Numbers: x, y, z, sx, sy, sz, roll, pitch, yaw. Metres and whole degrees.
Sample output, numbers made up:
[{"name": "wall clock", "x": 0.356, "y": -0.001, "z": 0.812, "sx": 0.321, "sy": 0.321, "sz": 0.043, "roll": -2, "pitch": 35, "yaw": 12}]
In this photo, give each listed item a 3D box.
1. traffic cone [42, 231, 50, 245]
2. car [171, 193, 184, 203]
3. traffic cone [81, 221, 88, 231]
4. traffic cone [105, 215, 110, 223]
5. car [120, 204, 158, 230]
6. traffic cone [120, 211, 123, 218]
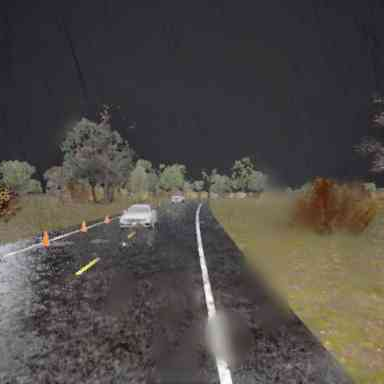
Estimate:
[{"name": "traffic cone", "x": -6.319, "y": 1.991, "z": 14.390, "sx": 0.340, "sy": 0.580, "sz": 0.340, "roll": -1, "pitch": 0, "yaw": 0}, {"name": "car", "x": -2.973, "y": 1.299, "z": 69.367, "sx": 2.150, "sy": 2.045, "sz": 5.566, "roll": -1, "pitch": 0, "yaw": 3}, {"name": "traffic cone", "x": -6.300, "y": 1.977, "z": 19.409, "sx": 0.340, "sy": 0.580, "sz": 0.340, "roll": -1, "pitch": 0, "yaw": 0}, {"name": "traffic cone", "x": -6.250, "y": 1.968, "z": 24.429, "sx": 0.340, "sy": 0.580, "sz": 0.340, "roll": -1, "pitch": 0, "yaw": 1}, {"name": "car", "x": -3.230, "y": 1.506, "z": 20.985, "sx": 1.812, "sy": 1.442, "sz": 4.674, "roll": -1, "pitch": 0, "yaw": 1}, {"name": "traffic cone", "x": -6.169, "y": 1.964, "z": 29.449, "sx": 0.340, "sy": 0.580, "sz": 0.340, "roll": -1, "pitch": 0, "yaw": 1}]
